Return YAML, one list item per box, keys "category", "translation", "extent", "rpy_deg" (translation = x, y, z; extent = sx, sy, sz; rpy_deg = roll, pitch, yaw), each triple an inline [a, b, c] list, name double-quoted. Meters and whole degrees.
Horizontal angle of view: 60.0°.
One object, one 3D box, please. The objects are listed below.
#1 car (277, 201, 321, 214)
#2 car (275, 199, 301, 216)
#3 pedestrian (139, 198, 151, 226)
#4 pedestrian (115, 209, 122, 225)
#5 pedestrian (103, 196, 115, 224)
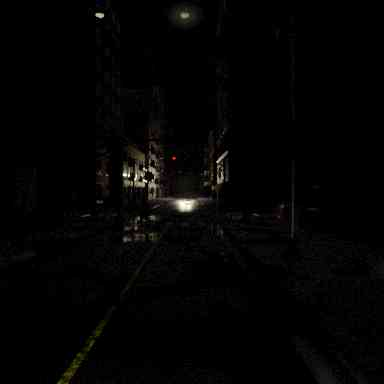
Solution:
- category: "car"
  translation: [11.507, 1.665, 36.042]
  extent: [4.206, 1.307, 1.802]
  rpy_deg: [1, 0, 0]
- category: "car"
  translation: [10.751, 1.445, 33.467]
  extent: [4.553, 1.767, 2.097]
  rpy_deg: [1, 0, 0]
- category: "pedestrian"
  translation: [-3.099, 1.280, 21.783]
  extent: [0.375, 1.860, 0.375]
  rpy_deg: [0, 0, 0]
- category: "pedestrian"
  translation: [-4.903, 1.661, 22.378]
  extent: [0.500, 1.100, 0.500]
  rpy_deg: [0, 0, 0]
- category: "pedestrian"
  translation: [-5.305, 1.129, 21.161]
  extent: [0.375, 1.860, 0.375]
  rpy_deg: [0, 0, 0]
